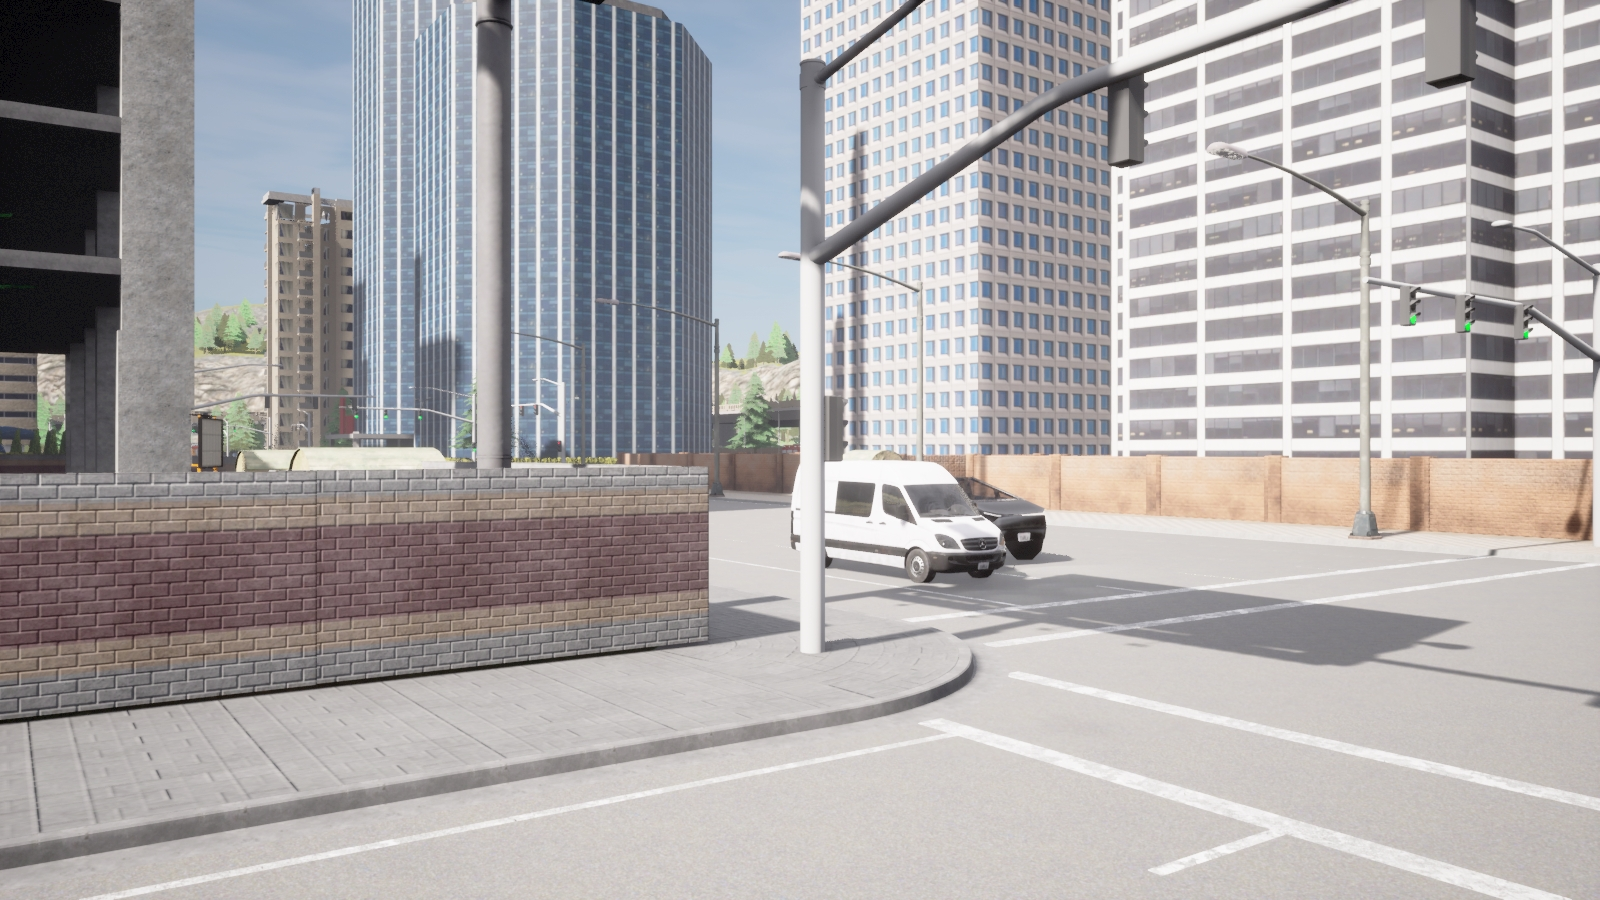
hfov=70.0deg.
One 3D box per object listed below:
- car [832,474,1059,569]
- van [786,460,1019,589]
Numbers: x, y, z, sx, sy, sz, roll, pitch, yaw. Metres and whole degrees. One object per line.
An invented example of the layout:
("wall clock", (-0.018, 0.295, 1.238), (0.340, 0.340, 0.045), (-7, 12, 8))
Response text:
("car", (3.654, 1.752, 30.193), (2.390, 2.098, 6.274), (0, 0, -35))
("van", (2.162, 1.533, 26.216), (1.988, 2.561, 5.915), (0, 0, -35))
